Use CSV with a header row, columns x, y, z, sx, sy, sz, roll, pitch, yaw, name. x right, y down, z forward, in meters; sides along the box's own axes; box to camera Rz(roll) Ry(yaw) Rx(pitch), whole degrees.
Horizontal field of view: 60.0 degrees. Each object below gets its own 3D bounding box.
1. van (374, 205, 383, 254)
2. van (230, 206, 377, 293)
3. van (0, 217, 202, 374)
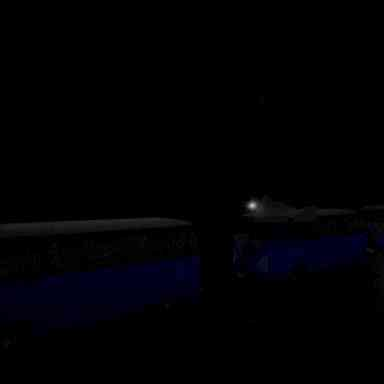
x,y,z,sx,sy,sz,roll,pitch,yaw,name
7.361,1.336,11.789,3.998,1.788,1.690,0,-1,-35,van
2.812,1.339,8.548,3.998,1.788,1.690,0,-1,-35,van
-1.738,1.341,5.307,3.998,1.788,1.690,0,-1,-35,van
